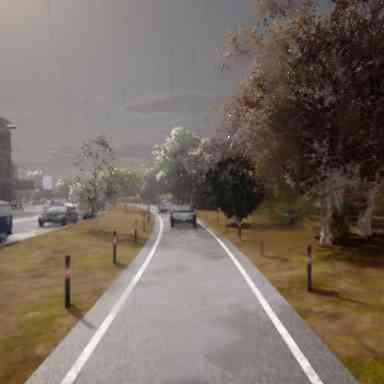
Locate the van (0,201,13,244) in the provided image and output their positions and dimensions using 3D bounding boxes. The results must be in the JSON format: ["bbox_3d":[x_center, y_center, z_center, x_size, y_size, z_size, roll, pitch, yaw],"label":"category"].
[{"bbox_3d":[-9.251,1.329,13.678,1.878,1.987,4.442,0,-2,-2],"label":"van"}]

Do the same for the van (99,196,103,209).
[{"bbox_3d":[-11.094,1.525,35.909,1.878,1.987,4.442,1,-2,-10],"label":"van"}]

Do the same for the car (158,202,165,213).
[{"bbox_3d":[-3.196,1.884,41.917,1.994,1.385,4.181,0,0,-11],"label":"car"}]

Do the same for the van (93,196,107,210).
[{"bbox_3d":[-14.485,1.707,52.321,1.878,1.987,4.442,1,-2,-16],"label":"van"}]

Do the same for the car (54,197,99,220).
[{"bbox_3d":[-10.384,1.454,30.453,2.435,2.045,5.566,1,-2,-9],"label":"car"}]

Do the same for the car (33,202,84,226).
[{"bbox_3d":[-9.862,1.698,24.913,2.002,1.452,4.674,1,-2,-5],"label":"car"}]

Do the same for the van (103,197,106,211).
[{"bbox_3d":[-13.139,1.636,46.906,1.878,1.987,4.442,1,-2,-15],"label":"van"}]

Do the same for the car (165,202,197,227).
[{"bbox_3d":[-0.755,1.700,24.911,2.128,1.511,4.902,0,-1,-5],"label":"car"}]
